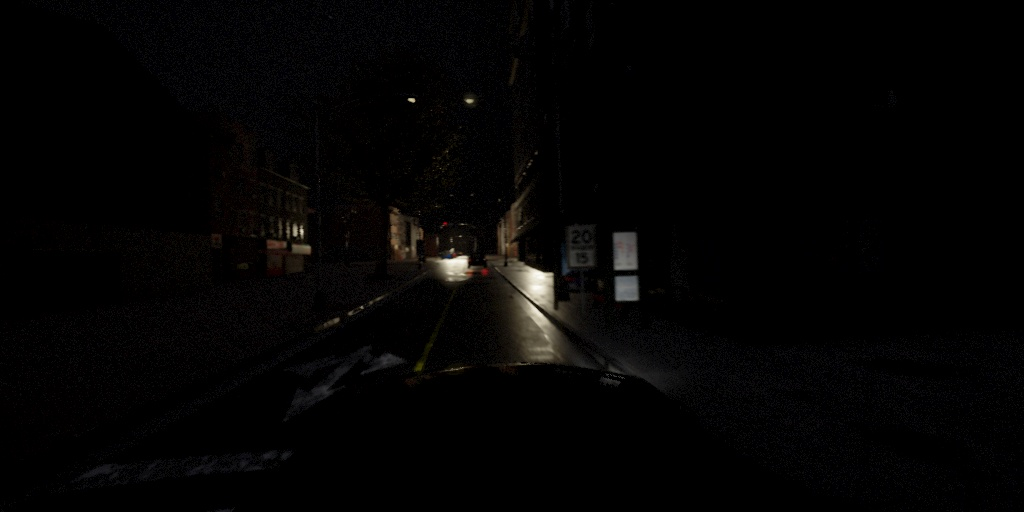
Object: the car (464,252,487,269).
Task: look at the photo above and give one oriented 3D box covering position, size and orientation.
[{"bbox_3d":[-3.864,0.366,39.662,2.097,1.767,4.553,-2,2,-6],"label":"car"}]
